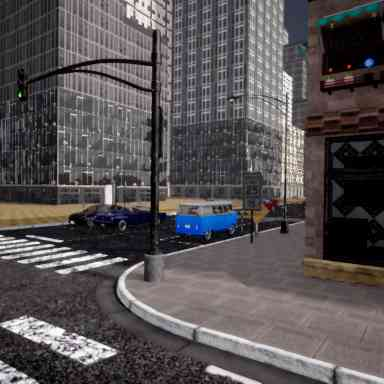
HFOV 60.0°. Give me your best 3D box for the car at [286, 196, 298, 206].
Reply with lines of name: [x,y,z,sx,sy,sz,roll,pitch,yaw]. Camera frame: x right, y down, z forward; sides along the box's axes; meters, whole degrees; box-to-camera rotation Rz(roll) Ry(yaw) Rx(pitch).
car: [16.442,1.364,53.266,1.752,1.417,4.829,1,1,36]

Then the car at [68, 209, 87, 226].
car: [-5.954,1.467,21.880,1.947,1.339,4.313,1,1,36]

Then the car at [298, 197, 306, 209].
car: [15.609,1.416,42.228,1.882,1.535,5.008,1,1,36]

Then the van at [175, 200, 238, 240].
van: [0.870,1.368,17.009,1.690,1.788,3.998,1,1,36]

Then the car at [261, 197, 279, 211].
car: [7.506,1.506,36.272,1.895,1.301,4.718,1,1,36]

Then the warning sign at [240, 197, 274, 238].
warning sign: [3.150,1.177,16.112,1.300,1.860,1.060,1,1,36]

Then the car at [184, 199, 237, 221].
car: [1.646,1.414,28.070,2.128,1.511,4.902,1,1,35]

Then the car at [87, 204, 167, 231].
car: [-3.744,1.541,20.520,1.895,1.301,4.718,1,1,36]
